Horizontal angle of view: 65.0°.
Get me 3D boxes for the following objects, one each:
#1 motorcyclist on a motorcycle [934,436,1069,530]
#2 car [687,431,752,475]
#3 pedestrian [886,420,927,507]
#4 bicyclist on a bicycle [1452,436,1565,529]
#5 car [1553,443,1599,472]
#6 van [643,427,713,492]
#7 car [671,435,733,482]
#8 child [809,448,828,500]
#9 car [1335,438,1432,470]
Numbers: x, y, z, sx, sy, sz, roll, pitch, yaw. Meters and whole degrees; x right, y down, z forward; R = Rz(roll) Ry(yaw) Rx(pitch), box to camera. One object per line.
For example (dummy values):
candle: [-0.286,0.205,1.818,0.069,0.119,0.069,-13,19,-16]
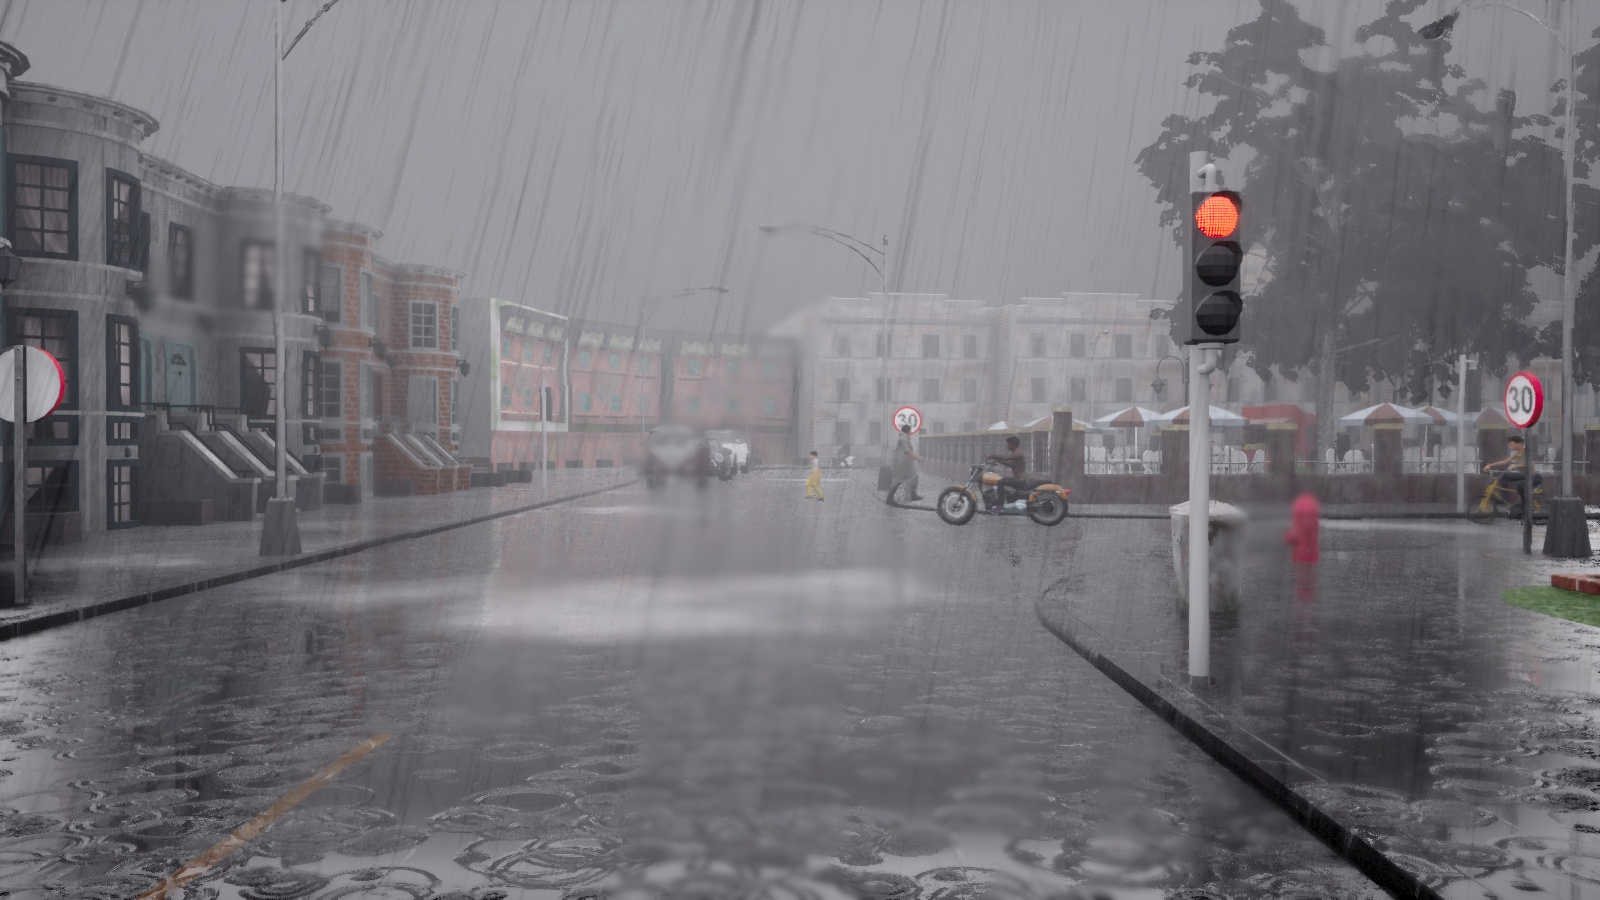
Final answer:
motorcyclist on a motorcycle: [3.620,0.572,22.618,2.350,1.649,0.766,0,0,10]
car: [-3.803,0.123,60.332,2.150,2.045,5.566,0,0,7]
pedestrian: [2.436,0.299,28.635,0.873,1.952,0.659,0,0,9]
bicyclist on a bicycle: [12.565,0.567,22.304,1.509,1.612,0.866,0,0,0]
car: [42.891,0.379,67.497,3.705,1.549,1.789,0,0,0]
van: [-3.858,0.268,40.407,1.775,1.987,4.442,0,0,0]
car: [-3.842,0.321,49.766,2.097,1.767,4.553,0,0,0]
child: [0.454,0.579,30.881,0.437,1.263,0.270,0,0,-5]
car: [33.167,0.228,71.513,4.553,1.767,2.097,0,0,0]
